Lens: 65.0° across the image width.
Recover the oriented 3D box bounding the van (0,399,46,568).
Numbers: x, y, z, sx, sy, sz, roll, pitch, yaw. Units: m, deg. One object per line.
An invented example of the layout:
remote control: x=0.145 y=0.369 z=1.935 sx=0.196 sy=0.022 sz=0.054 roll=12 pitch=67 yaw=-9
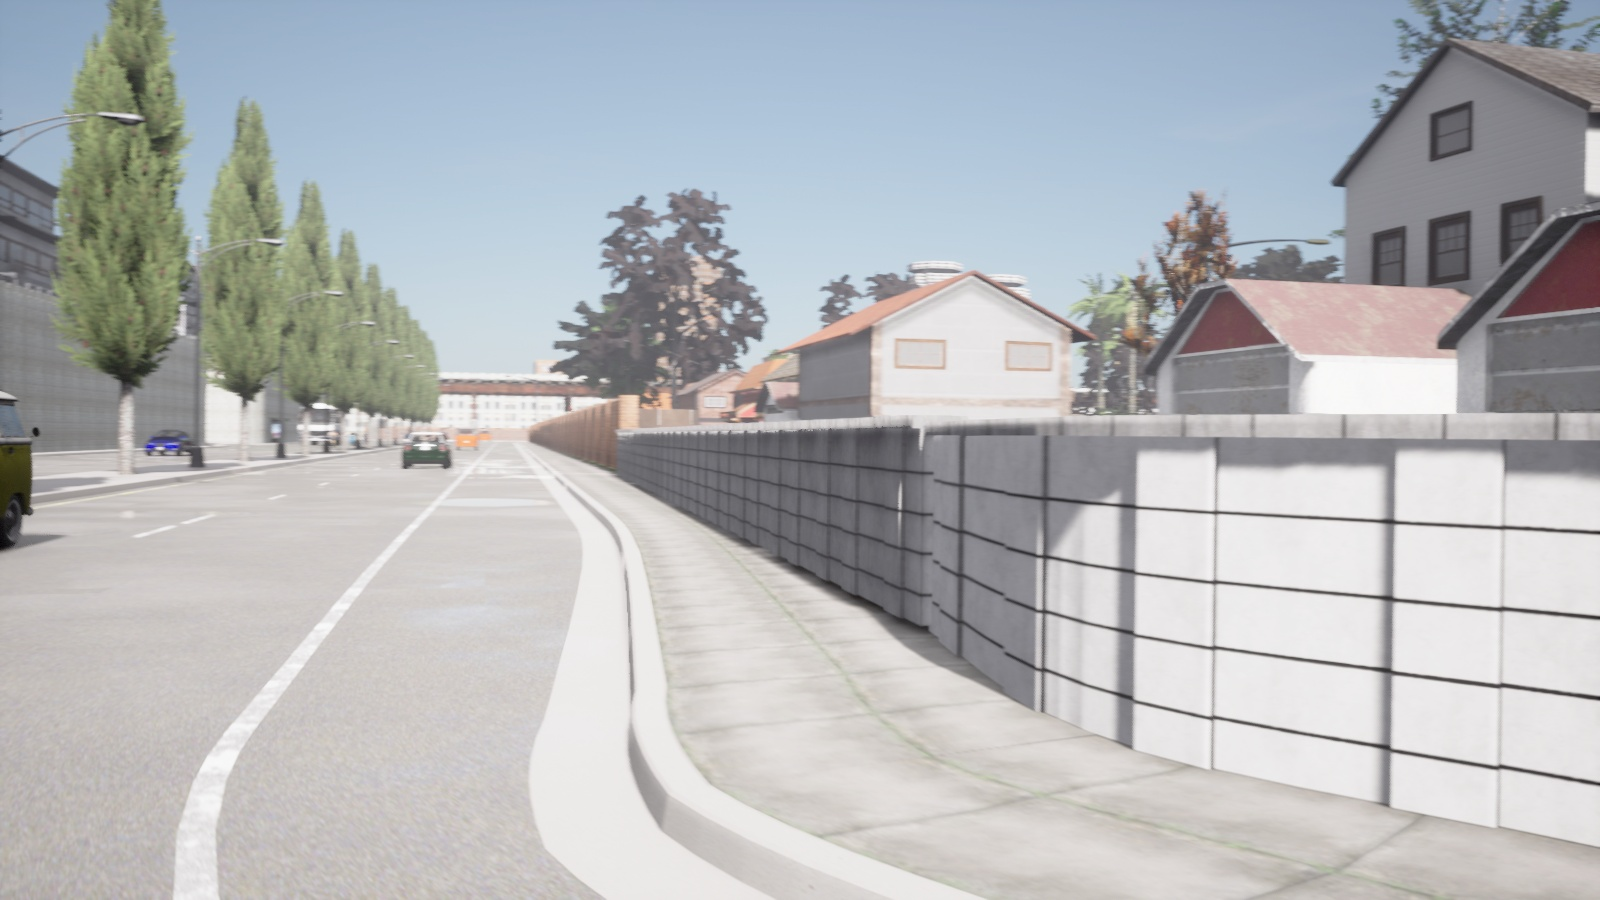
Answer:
van: x=-10.091 y=0.406 z=13.863 sx=1.775 sy=1.987 sz=4.442 roll=-1 pitch=1 yaw=-14

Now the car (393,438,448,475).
car: x=-15.670 y=0.243 z=52.004 sx=1.970 sy=1.475 sz=3.806 roll=-1 pitch=1 yaw=-14

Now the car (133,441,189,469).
car: x=-35.268 y=0.241 z=69.371 sx=1.816 sy=1.474 sz=4.193 roll=-1 pitch=1 yaw=-14
